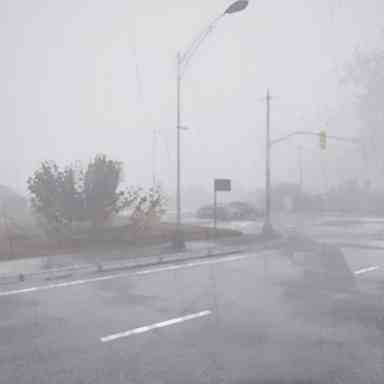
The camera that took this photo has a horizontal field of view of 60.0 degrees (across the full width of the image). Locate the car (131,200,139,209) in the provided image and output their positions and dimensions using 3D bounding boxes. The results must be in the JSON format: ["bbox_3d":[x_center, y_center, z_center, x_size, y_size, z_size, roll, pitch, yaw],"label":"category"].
[{"bbox_3d":[-8.394,1.517,45.093,2.128,1.511,4.902,0,0,-39],"label":"car"}]

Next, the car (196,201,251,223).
[{"bbox_3d":[2.204,1.586,26.325,1.994,1.385,4.181,0,0,-39],"label":"car"}]

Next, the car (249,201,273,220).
[{"bbox_3d":[4.745,1.532,28.750,1.837,1.490,4.892,0,0,-39],"label":"car"}]

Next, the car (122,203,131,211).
[{"bbox_3d":[-9.947,1.498,41.435,1.882,1.535,5.008,0,0,-39],"label":"car"}]
